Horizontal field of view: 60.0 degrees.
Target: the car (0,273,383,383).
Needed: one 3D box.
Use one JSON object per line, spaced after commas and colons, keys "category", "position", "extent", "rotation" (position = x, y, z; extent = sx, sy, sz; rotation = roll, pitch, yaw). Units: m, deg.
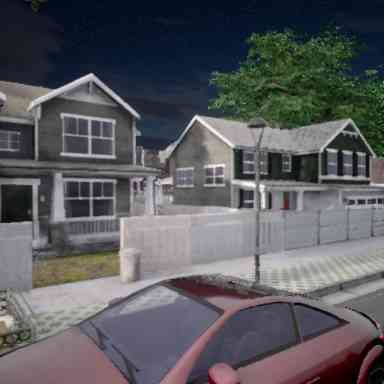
{"category": "car", "position": [0.033, 1.568, 3.056], "extent": [4.181, 1.385, 1.994], "rotation": [0, 0, -35]}
